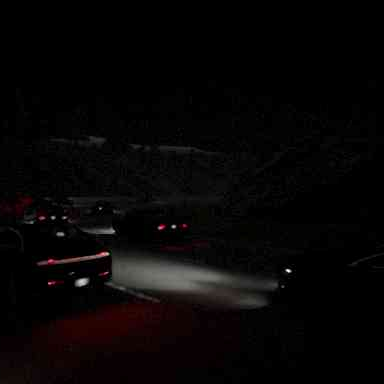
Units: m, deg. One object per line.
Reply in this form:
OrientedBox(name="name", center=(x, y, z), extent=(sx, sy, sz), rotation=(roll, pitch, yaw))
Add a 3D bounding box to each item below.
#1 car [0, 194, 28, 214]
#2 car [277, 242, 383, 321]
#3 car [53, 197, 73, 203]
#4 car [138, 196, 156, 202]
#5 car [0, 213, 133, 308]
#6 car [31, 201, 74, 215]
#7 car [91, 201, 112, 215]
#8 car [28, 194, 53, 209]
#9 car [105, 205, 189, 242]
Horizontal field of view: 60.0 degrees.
OrientedBox(name="car", center=(-14.363, 1.220, 25.450), extent=(2.150, 2.045, 5.566), rotation=(0, 0, -19))
OrientedBox(name="car", center=(3.969, 1.533, 5.745), extent=(4.902, 1.511, 2.128), rotation=(0, 0, 36))
OrientedBox(name="car", center=(-20.518, 1.549, 52.178), extent=(1.837, 1.490, 4.892), rotation=(0, 0, 12))
OrientedBox(name="car", center=(-9.807, 1.528, 72.637), extent=(1.994, 1.385, 4.181), rotation=(0, 0, 42))
OrientedBox(name="car", center=(-3.783, 1.497, 8.074), extent=(2.128, 1.511, 4.902), rotation=(0, 0, -44))
OrientedBox(name="car", center=(-9.230, 1.563, 21.831), extent=(2.033, 1.411, 5.357), rotation=(0, 0, -25))
OrientedBox(name="car", center=(-9.490, 1.618, 35.348), extent=(1.994, 1.385, 4.181), rotation=(0, 0, -9))
OrientedBox(name="car", center=(-21.593, 1.240, 44.925), extent=(2.150, 2.045, 5.566), rotation=(0, 0, 4))
OrientedBox(name="car", center=(-2.261, 1.586, 16.802), extent=(2.033, 1.411, 5.357), rotation=(0, 0, -36))
